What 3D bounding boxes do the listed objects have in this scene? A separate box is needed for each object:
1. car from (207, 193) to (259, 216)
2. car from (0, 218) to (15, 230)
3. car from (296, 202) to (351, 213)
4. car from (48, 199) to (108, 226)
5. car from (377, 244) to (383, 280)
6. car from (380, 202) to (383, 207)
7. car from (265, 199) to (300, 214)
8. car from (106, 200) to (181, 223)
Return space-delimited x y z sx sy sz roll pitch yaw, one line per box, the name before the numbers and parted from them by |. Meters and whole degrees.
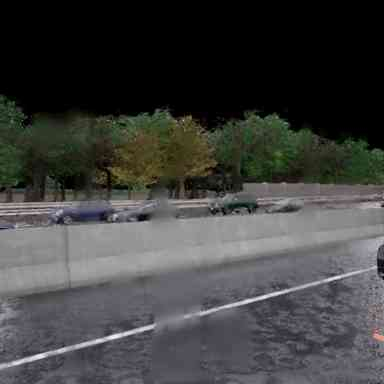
car | 4.110 1.151 32.525 5.566 2.045 2.150 -1 0 -36
car | -9.864 1.558 14.143 4.181 1.385 1.994 0 0 -35
car | 9.933 1.536 23.888 4.718 1.301 1.895 0 0 -35
car | -7.647 1.345 23.423 4.553 1.767 2.097 0 0 -38
car | 6.514 1.497 8.355 4.892 1.490 1.837 0 0 -35
car | 23.541 1.299 37.806 5.357 1.411 2.033 -1 0 -35
car | 9.083 1.431 31.861 4.674 1.442 1.812 -1 0 -35
car | -3.073 1.477 23.137 4.902 1.511 2.128 0 0 -35
